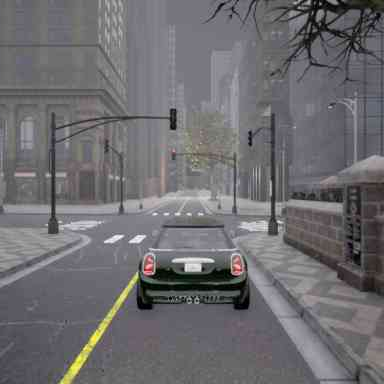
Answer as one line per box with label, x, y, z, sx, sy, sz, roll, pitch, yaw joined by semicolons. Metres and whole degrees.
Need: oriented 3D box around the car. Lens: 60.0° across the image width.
car;0.034;1.352;7.997;2.097;1.767;4.553;0;0;0
